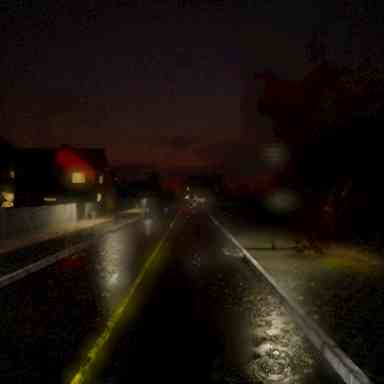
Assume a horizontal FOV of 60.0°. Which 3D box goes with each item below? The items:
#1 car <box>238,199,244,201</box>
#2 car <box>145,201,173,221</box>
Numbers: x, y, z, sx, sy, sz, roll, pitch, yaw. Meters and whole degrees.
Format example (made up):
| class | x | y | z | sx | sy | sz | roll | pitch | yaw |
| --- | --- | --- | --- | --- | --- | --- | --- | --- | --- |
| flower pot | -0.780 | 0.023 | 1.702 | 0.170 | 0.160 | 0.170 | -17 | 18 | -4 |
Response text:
| class | x | y | z | sx | sy | sz | roll | pitch | yaw |
| --- | --- | --- | --- | --- | --- | --- | --- | --- | --- |
| car | 11.680 | 1.926 | 67.779 | 5.008 | 1.535 | 1.882 | -1 | -1 | 36 |
| car | -2.841 | 1.582 | 29.391 | 2.097 | 1.767 | 4.553 | 0 | -1 | 0 |
